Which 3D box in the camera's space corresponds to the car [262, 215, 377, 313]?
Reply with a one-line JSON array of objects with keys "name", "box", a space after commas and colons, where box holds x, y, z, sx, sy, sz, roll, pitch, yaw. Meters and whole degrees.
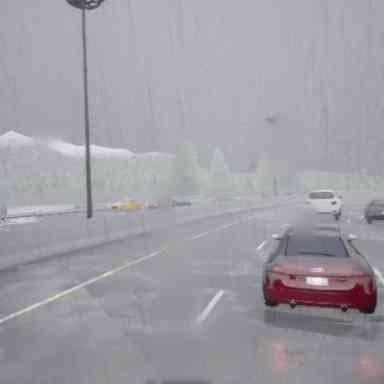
[{"name": "car", "box": [2.754, 1.460, 7.556, 1.994, 1.385, 4.181, -2, 0, 18]}]

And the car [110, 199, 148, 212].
[{"name": "car", "box": [-8.368, 1.644, 42.889, 1.882, 1.535, 5.008, -2, 0, 29]}]

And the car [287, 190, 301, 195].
[{"name": "car", "box": [23.757, 0.406, 73.714, 2.128, 1.511, 4.902, -2, 0, 44]}]

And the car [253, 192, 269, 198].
[{"name": "car", "box": [15.639, 0.852, 75.425, 2.128, 1.511, 4.902, -2, 0, 42]}]

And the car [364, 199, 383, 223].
[{"name": "car", "box": [12.002, 1.141, 21.012, 1.994, 1.385, 4.181, -2, 0, 25]}]

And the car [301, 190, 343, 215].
[{"name": "car", "box": [9.720, 0.862, 24.429, 2.150, 2.045, 5.566, -2, 0, 26]}]

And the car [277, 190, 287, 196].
[{"name": "car", "box": [21.315, 0.304, 76.227, 2.097, 1.767, 4.553, -2, 0, 44]}]

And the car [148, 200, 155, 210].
[{"name": "car", "box": [-3.938, 1.531, 43.587, 1.837, 1.490, 4.892, -2, 0, 31]}]

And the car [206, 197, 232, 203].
[{"name": "car", "box": [3.568, 1.340, 42.615, 2.033, 1.411, 5.357, -2, 0, 31]}]

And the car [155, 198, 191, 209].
[{"name": "car", "box": [-2.013, 1.575, 39.974, 1.895, 1.301, 4.718, -2, 0, 30]}]
